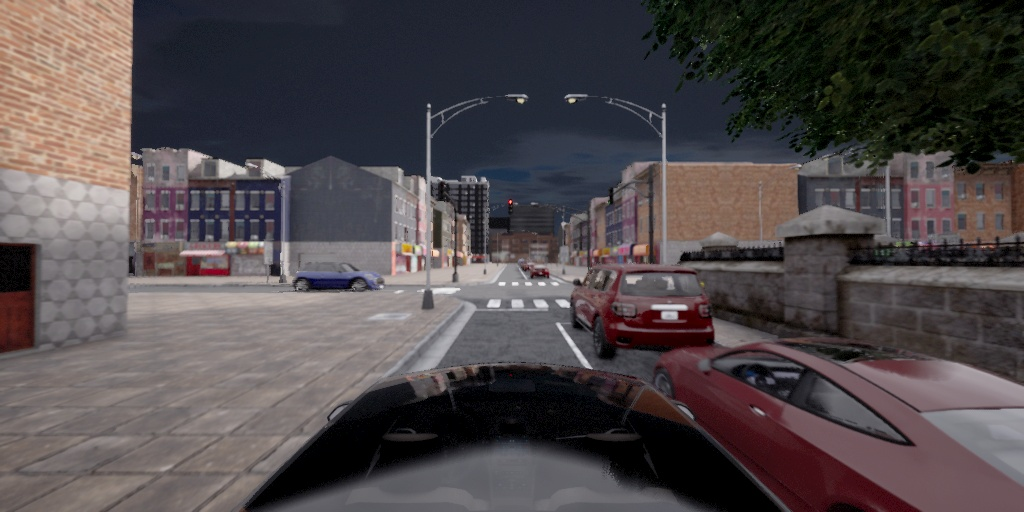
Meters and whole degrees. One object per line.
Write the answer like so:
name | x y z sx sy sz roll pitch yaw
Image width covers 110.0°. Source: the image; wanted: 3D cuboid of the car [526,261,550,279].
car | 2.633 1.446 34.841 1.888 1.381 4.507 0 0 0

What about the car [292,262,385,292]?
car | -9.576 1.140 20.094 4.553 1.767 2.097 0 -1 0

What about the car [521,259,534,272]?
car | 2.631 1.540 51.152 1.888 1.381 4.507 0 0 0

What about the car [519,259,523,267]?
car | 2.630 1.343 56.589 2.192 1.841 5.009 0 0 0

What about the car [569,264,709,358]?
car | 2.637 1.090 8.412 2.192 1.841 5.009 0 0 0

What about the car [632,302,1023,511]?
car | 2.638 1.336 2.963 1.802 1.307 4.207 0 0 0
